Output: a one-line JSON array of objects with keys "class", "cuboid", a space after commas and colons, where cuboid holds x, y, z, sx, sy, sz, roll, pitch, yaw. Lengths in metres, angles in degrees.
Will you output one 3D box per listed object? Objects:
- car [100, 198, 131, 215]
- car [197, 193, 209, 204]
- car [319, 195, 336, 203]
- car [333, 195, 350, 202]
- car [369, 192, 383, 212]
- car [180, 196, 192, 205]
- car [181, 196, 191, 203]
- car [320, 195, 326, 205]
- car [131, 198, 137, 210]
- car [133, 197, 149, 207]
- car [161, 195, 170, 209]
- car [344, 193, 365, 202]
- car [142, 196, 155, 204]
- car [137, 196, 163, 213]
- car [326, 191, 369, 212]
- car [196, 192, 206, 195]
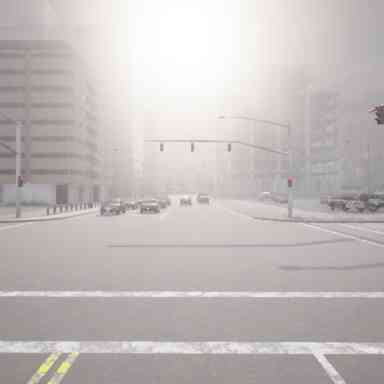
[{"class": "car", "cuboid": [-8.053, 1.491, 34.221, 2.128, 1.511, 4.902, 0, 0, 0]}, {"class": "car", "cuboid": [2.299, 1.477, 64.641, 1.882, 1.535, 5.008, 0, 0, 0]}, {"class": "car", "cuboid": [27.801, 1.395, 68.333, 1.970, 1.475, 3.806, 0, 0, 0]}, {"class": "car", "cuboid": [30.696, 1.364, 68.346, 1.784, 1.438, 3.905, 0, 0, 0]}, {"class": "car", "cuboid": [19.478, 1.156, 35.725, 1.905, 1.878, 3.866, 0, 0, 0]}, {"class": "car", "cuboid": [-1.053, 1.487, 58.533, 2.128, 1.511, 4.902, 0, 0, 0]}, {"class": "car", "cuboid": [-1.241, 1.542, 72.660, 2.033, 1.411, 5.357, 0, 0, 0]}, {"class": "car", "cuboid": [22.103, 1.395, 53.205, 1.970, 1.475, 3.806, 0, 0, 0]}, {"class": "car", "cuboid": [-8.120, 1.526, 43.370, 1.812, 1.442, 4.674, 0, 0, 0]}, {"class": "car", "cuboid": [-8.205, 1.564, 53.365, 1.994, 1.385, 4.181, 0, 0, -1]}, {"class": "car", "cuboid": [-4.647, 1.352, 45.988, 2.097, 1.767, 4.553, 0, 0, -1]}, {"class": "car", "cuboid": [33.379, 1.153, 68.409, 1.932, 1.855, 4.605, 0, 0, 0]}, {"class": "car", "cuboid": [-8.241, 1.477, 63.488, 1.882, 1.535, 5.008, 0, 0, 0]}, {"class": "car", "cuboid": [-4.575, 1.505, 36.845, 1.837, 1.490, 4.892, 0, 0, 0]}, {"class": "car", "cuboid": [16.583, 1.153, 35.766, 1.932, 1.855, 4.605, 0, 0, 0]}, {"class": "car", "cuboid": [2.219, 1.051, 74.446, 2.150, 2.045, 5.566, 0, 0, 0]}]
